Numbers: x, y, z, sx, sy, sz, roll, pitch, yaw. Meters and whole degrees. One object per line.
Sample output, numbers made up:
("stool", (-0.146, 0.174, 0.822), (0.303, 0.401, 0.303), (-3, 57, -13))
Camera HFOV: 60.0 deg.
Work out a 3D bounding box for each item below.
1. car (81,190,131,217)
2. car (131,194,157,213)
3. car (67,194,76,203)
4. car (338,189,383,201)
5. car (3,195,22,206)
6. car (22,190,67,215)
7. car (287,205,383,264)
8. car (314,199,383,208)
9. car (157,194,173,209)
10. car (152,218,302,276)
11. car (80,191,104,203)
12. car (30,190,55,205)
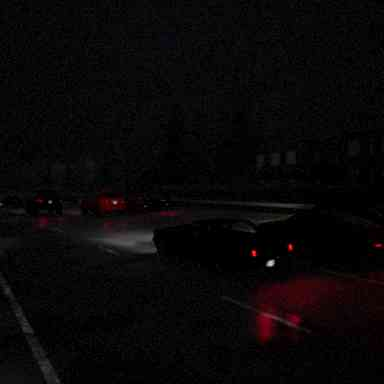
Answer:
("car", (-7.373, 0.871, 27.326), (2.150, 2.045, 5.566), (-1, 1, -35))
("car", (-5.501, 1.056, 30.748), (1.882, 1.535, 5.008), (-1, 1, -35))
("car", (-18.791, 0.985, 49.566), (1.994, 1.385, 4.181), (-1, 1, -35))
("car", (8.703, 0.876, 16.698), (2.150, 2.045, 5.566), (-1, 1, -35))
("car", (-24.626, 1.102, 45.694), (1.994, 1.385, 4.181), (-1, 1, -35))
("car", (-13.154, 0.896, 29.429), (2.150, 2.045, 5.566), (-1, 1, -35))
("car", (4.125, 1.311, 11.060), (1.812, 1.442, 4.674), (-1, 1, -35))
("car", (6.629, 1.227, 13.578), (1.837, 1.490, 4.892), (-1, 1, -35))
("car", (-3.820, 0.997, 34.434), (2.128, 1.511, 4.902), (-1, 1, -35))
("car", (0.633, 1.438, 9.939), (1.895, 1.301, 4.718), (-1, 1, -35))
("car", (-15.233, 0.722, 50.586), (2.097, 1.767, 4.553), (-1, 1, -35))
("car", (-20.945, 0.710, 46.537), (2.150, 2.045, 5.566), (-1, 1, -35))
